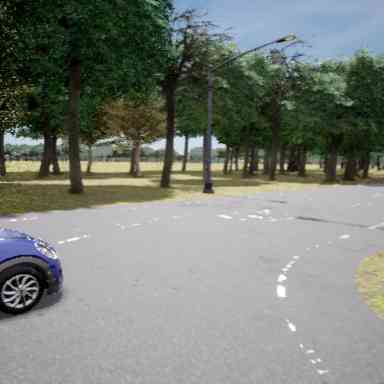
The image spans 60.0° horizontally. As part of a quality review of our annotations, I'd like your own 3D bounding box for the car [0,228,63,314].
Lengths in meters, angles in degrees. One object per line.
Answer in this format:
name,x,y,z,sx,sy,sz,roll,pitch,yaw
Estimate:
car,-4.406,1.025,4.990,4.553,1.767,2.097,-3,5,-43
